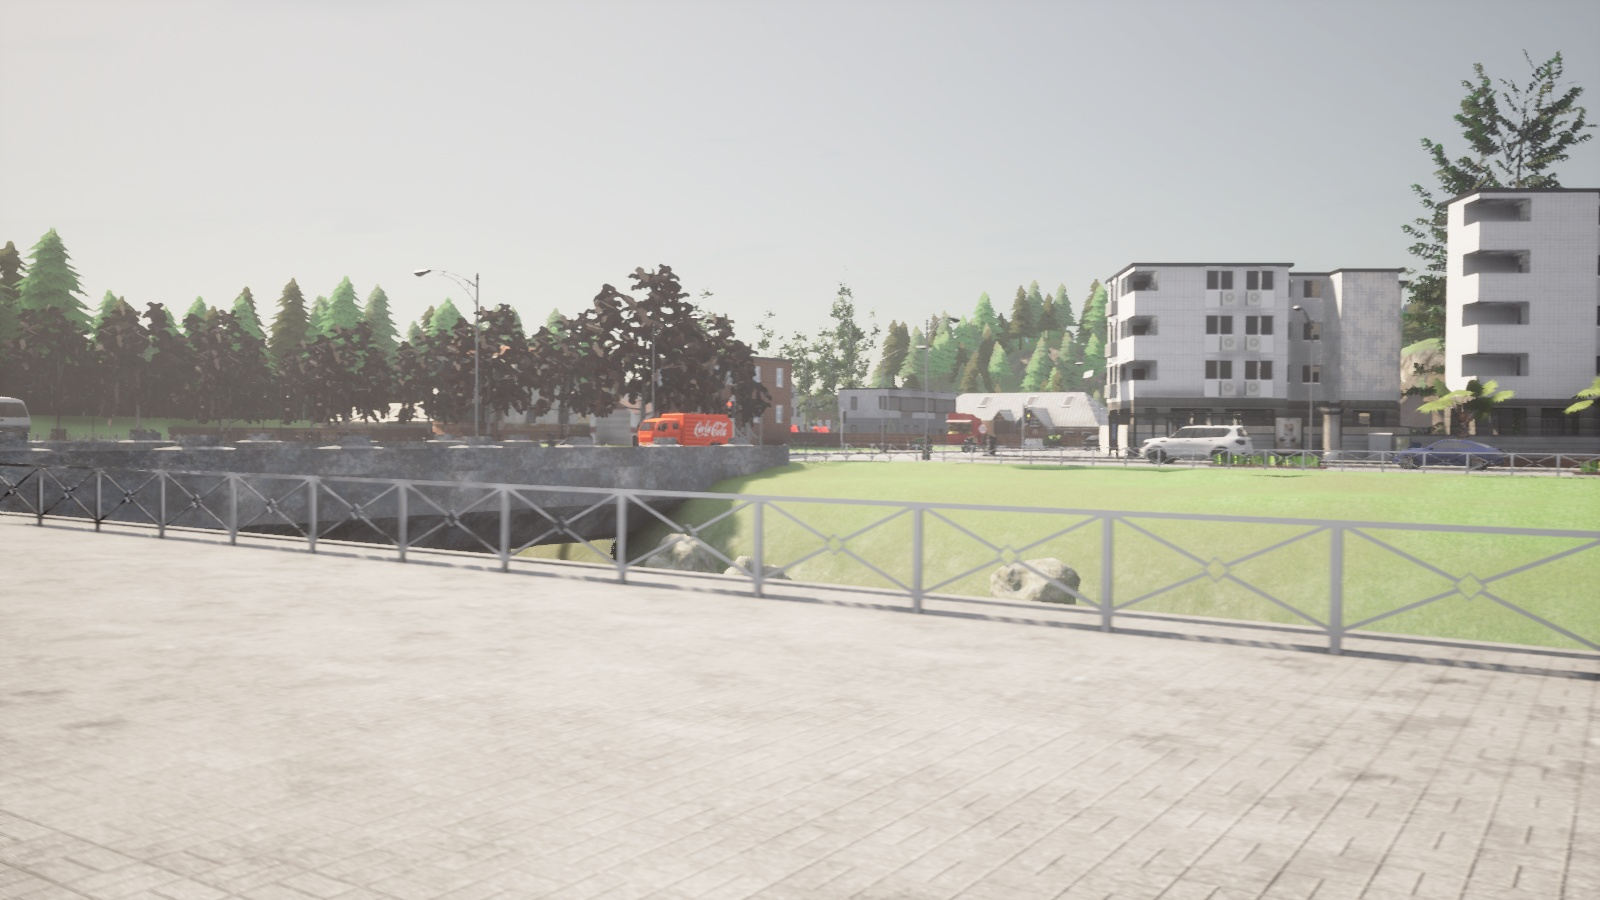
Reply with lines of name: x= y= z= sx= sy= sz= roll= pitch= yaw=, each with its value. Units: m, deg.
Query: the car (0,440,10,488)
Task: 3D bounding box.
car: x=-26.781 y=0.459 z=38.721 sx=1.845 sy=1.501 sz=3.633 roll=0 pitch=1 yaw=34

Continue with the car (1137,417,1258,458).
car: x=20.468 y=-0.620 z=64.711 sx=5.566 sy=2.045 sz=2.150 roll=0 pitch=1 yaw=33

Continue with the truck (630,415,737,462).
truck: x=-6.334 y=-0.632 z=68.458 sx=5.204 sy=2.467 sz=2.627 roll=-1 pitch=0 yaw=-41

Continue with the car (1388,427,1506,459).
car: x=30.046 y=-0.311 z=58.349 sx=4.674 sy=1.442 sz=1.812 roll=0 pitch=1 yaw=34
